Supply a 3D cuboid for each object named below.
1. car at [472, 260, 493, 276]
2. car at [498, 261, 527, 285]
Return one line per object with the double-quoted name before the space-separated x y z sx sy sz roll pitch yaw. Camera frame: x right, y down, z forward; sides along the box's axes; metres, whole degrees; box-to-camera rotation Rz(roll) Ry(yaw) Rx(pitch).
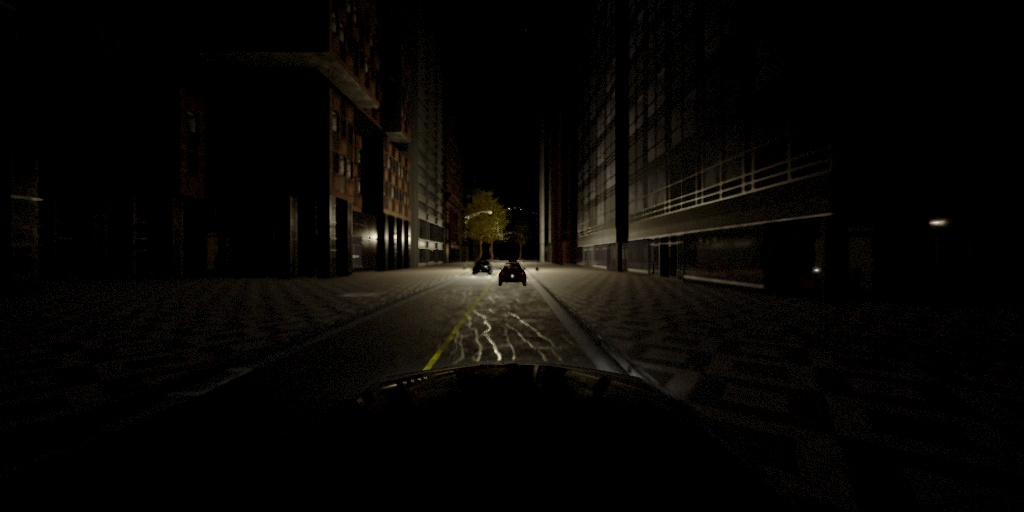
"car" -3.026 1.219 37.293 1.837 1.490 4.892 0 0 0
"car" 0.037 1.288 25.698 1.994 1.385 4.181 0 0 0
